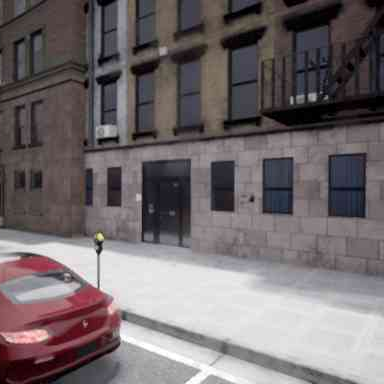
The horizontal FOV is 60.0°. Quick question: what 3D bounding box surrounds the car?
[{"bbox_3d":[-2.828,1.554,4.847,4.206,1.307,1.802,0,0,36],"label":"car"}]
